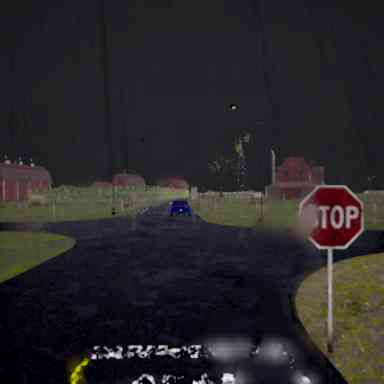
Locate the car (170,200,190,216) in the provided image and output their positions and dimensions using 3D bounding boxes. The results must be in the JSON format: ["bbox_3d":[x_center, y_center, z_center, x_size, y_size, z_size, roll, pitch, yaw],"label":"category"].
[{"bbox_3d":[-1.209,1.539,33.822,1.882,1.535,5.008,0,0,-3],"label":"car"}]
